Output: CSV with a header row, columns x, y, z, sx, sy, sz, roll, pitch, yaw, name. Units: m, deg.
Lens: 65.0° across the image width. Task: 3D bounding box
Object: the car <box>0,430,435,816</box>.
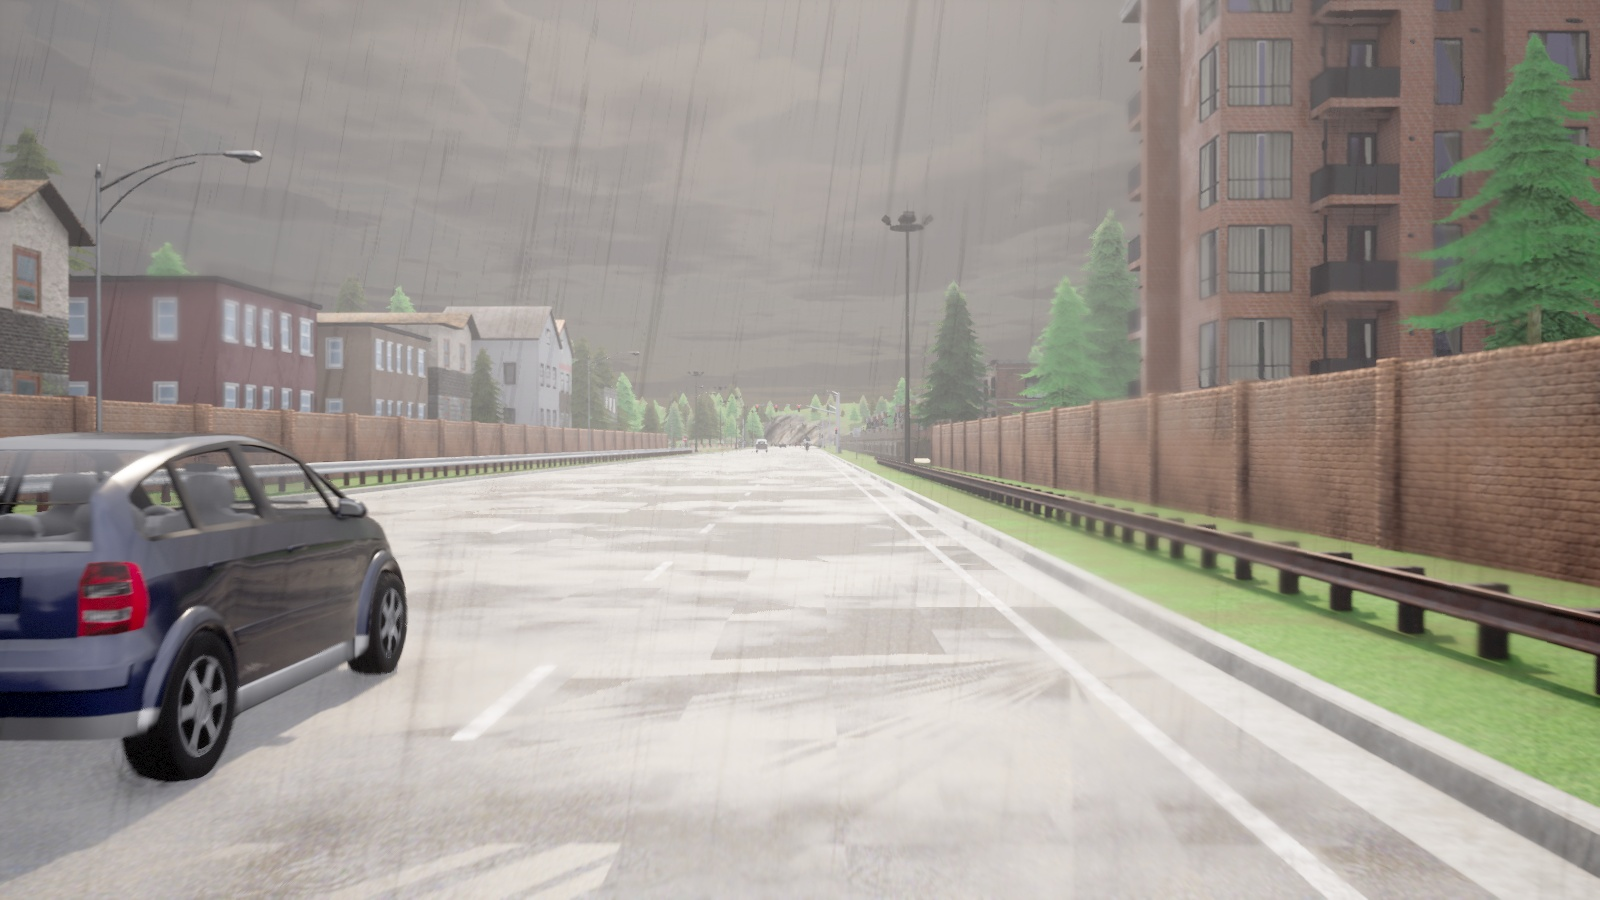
x,y,z,sx,sy,sz,roll,pitch,yaw,name
-3.446,0.683,6.893,1.789,1.549,3.705,0,0,0,car
